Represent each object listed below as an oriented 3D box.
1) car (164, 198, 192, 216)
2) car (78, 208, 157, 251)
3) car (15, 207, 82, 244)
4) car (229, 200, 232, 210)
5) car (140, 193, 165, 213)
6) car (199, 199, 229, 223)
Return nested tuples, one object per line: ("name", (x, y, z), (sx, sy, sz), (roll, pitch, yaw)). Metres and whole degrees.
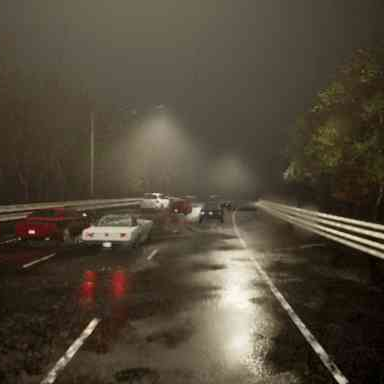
("car", (-1.120, 1.505, 32.308), (1.812, 1.442, 4.674), (0, 0, 7))
("car", (-2.898, 1.588, 14.145), (1.895, 1.301, 4.718), (0, 0, 3))
("car", (-6.284, 1.454, 15.841), (1.882, 1.535, 5.008), (0, 0, 4))
("car", (4.103, 1.599, 42.920), (1.895, 1.301, 4.718), (0, 0, 10))
("car", (-4.014, 1.181, 36.810), (2.150, 2.045, 5.566), (0, 0, 9))
("car", (1.606, 1.543, 25.854), (2.033, 1.411, 5.357), (0, 0, 6))
